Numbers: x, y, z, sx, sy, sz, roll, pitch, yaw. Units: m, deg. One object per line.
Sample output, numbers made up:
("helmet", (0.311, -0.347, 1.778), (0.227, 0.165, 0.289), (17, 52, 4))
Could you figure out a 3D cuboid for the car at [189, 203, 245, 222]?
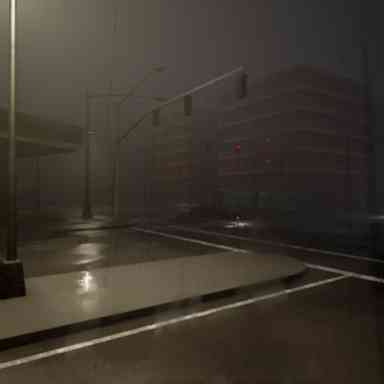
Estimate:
("car", (1.945, 1.614, 27.703), (2.033, 1.411, 5.357), (0, 0, -36))
